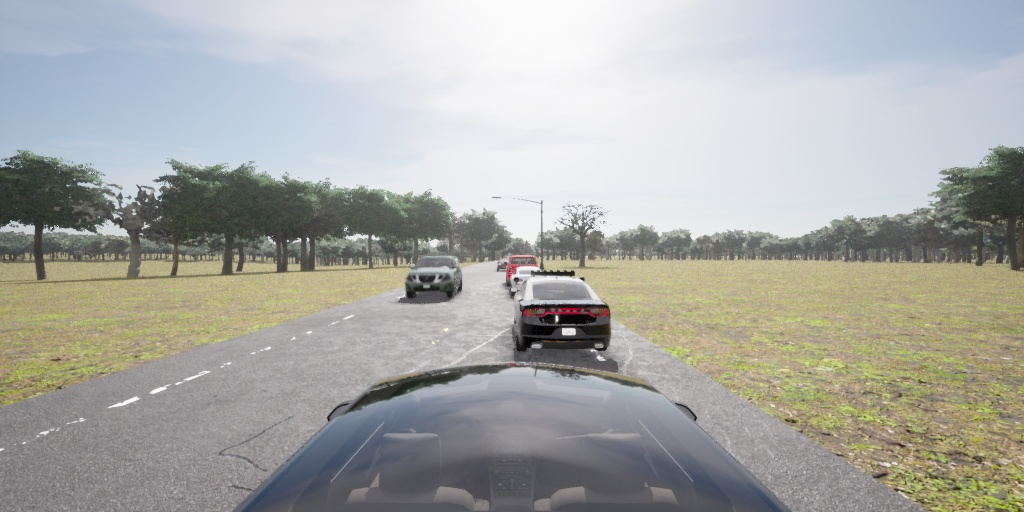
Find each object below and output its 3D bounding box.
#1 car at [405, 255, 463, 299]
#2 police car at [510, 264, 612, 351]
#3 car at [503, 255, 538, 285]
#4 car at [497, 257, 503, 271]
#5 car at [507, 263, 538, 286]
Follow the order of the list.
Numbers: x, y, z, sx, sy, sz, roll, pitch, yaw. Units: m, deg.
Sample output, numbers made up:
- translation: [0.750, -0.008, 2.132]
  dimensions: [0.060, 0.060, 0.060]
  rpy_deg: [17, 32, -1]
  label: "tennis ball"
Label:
- translation: [-3.815, 0.972, 18.491]
  dimensions: [2.150, 2.045, 5.566]
  rpy_deg: [0, 0, -1]
  label: "car"
- translation: [1.009, 1.174, 9.115]
  dimensions: [1.930, 1.638, 5.238]
  rpy_deg: [0, 0, -1]
  label: "police car"
- translation: [0.666, 0.974, 25.087]
  dimensions: [2.150, 2.045, 5.566]
  rpy_deg: [0, 0, -2]
  label: "car"
- translation: [-1.074, 1.290, 49.196]
  dimensions: [1.812, 1.442, 4.674]
  rpy_deg: [0, 0, -1]
  label: "car"
- translation: [0.836, 1.275, 19.041]
  dimensions: [1.812, 1.442, 4.674]
  rpy_deg: [0, 0, -1]
  label: "car"
